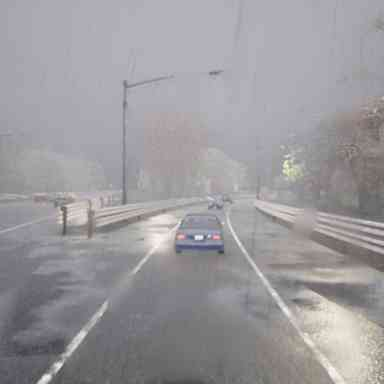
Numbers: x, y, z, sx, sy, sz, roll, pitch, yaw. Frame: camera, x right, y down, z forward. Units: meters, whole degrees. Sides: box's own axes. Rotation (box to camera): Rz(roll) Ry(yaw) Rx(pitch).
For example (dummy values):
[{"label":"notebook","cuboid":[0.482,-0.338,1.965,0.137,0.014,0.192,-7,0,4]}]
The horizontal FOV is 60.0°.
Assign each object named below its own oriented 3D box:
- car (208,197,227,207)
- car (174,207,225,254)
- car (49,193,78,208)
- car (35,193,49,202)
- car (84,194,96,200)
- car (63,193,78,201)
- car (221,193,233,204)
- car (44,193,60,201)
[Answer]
[{"label":"car","cuboid":[3.256,1.665,44.243,1.895,1.301,4.718,0,0,8]},{"label":"car","cuboid":[0.358,1.562,13.556,2.033,1.411,5.357,0,0,3]},{"label":"car","cuboid":[-15.579,1.146,40.938,2.128,1.511,4.902,0,0,-10]},{"label":"car","cuboid":[-25.600,0.991,57.503,1.882,1.535,5.008,0,0,-10]},{"label":"car","cuboid":[-20.022,1.113,65.620,1.895,1.301,4.718,0,0,-10]},{"label":"car","cuboid":[-23.316,0.979,64.142,1.882,1.535,5.008,0,0,-10]},{"label":"car","cuboid":[6.767,1.307,64.756,2.150,2.045,5.566,0,0,12]},{"label":"car","cuboid":[-26.815,0.978,63.828,1.837,1.490,4.892,0,0,-10]}]
